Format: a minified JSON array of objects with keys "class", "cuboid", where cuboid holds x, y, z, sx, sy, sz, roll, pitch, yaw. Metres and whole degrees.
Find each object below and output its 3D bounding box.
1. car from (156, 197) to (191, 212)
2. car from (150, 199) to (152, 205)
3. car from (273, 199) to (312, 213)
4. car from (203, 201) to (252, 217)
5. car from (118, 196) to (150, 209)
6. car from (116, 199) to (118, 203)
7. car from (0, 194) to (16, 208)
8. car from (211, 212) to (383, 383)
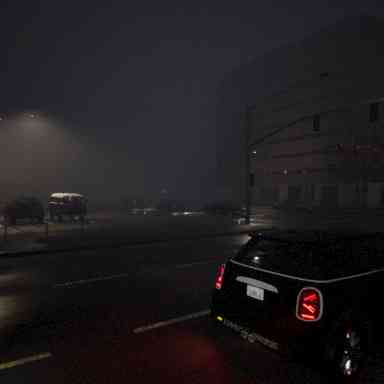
[{"class":"car","cuboid":[-2.549,1.581,39.444,1.812,1.442,4.674,0,0,-36]},{"class":"car","cuboid":[-8.927,1.581,60.840,1.812,1.442,4.674,0,0,-36]},{"class":"car","cuboid":[11.456,1.581,37.958,1.812,1.442,4.674,0,0,-34]},{"class":"car","cuboid":[3.143,1.603,31.410,2.033,1.411,5.357,0,0,-35]},{"class":"car","cuboid":[-8.309,1.407,47.560,2.097,1.767,4.553,0,0,-35]},{"class":"car","cuboid":[-13.980,1.619,67.962,1.994,1.385,4.181,0,0,-35]},{"class":"car","cuboid":[-31.741,1.209,56.446,1.932,1.855,4.605,0,0,-35]},{"class":"car","cuboid":[2.574,1.352,5.637,4.553,1.767,2.097,0,0,-35]}]
